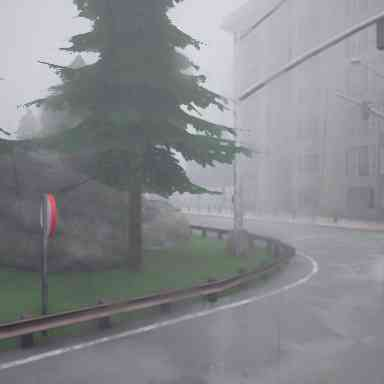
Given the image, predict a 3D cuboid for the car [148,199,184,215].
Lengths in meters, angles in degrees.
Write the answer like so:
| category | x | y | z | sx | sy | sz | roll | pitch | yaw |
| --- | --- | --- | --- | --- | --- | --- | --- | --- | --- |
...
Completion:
| category | x | y | z | sx | sy | sz | roll | pitch | yaw |
| --- | --- | --- | --- | --- | --- | --- | --- | --- | --- |
| car | -2.469 | 1.354 | 25.014 | 2.097 | 1.767 | 4.553 | 0 | 0 | -36 |
